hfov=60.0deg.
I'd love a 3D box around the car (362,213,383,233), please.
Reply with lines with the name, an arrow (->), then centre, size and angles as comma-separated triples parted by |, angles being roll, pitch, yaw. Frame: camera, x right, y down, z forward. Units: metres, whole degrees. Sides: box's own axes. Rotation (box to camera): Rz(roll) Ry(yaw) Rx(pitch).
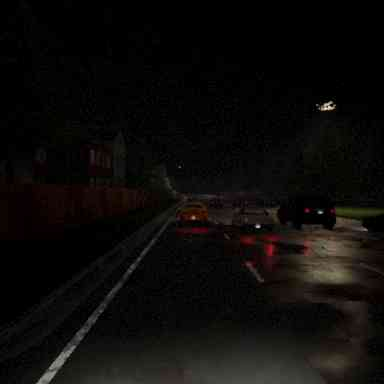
car -> 10.596, 1.541, 16.461 | 2.033, 1.411, 5.357 | 0, 0, 0

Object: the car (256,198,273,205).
car -> 10.489, 1.527, 47.882 | 2.033, 1.411, 5.357 | 0, 0, 0

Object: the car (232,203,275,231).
car -> 3.595, 1.592, 20.363 | 1.895, 1.301, 4.718 | 0, 0, 0

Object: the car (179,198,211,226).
car -> 0.094, 1.467, 23.464 | 1.882, 1.535, 5.008 | 0, 0, 0

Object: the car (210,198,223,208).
car -> 3.489, 1.526, 48.822 | 2.033, 1.411, 5.357 | 0, 0, 0

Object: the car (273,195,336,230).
car -> 7.094, 1.212, 21.048 | 2.150, 2.045, 5.566 | 0, 0, 0

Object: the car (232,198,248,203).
car -> 6.994, 1.580, 48.996 | 1.895, 1.301, 4.718 | 0, 0, 0
